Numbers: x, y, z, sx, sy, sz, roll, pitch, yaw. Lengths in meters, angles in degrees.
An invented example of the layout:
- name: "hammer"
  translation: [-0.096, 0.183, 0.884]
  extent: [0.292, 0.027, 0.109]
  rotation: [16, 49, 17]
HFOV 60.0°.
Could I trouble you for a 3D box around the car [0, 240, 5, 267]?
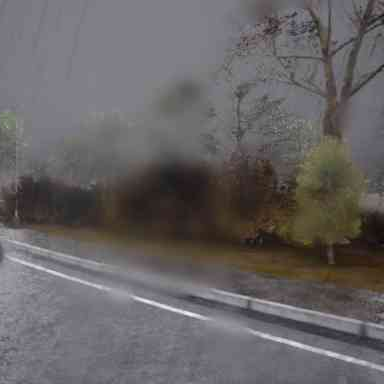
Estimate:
- name: "car"
  translation: [-7.497, 1.603, 10.461]
  extent: [4.181, 1.385, 1.994]
  rotation: [0, 0, 44]
